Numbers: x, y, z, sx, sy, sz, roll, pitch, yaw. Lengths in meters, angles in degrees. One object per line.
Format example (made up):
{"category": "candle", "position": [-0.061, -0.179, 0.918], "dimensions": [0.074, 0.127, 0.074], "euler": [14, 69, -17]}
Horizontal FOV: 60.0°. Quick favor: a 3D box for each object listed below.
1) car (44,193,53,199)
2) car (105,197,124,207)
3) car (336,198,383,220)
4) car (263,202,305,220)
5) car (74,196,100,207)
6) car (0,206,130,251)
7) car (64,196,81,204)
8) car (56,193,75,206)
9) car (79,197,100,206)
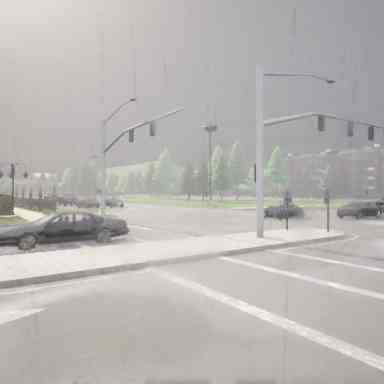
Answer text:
{"category": "car", "position": [-26.038, 1.221, 61.947], "dimensions": [2.150, 2.045, 5.566], "euler": [0, 0, -35]}
{"category": "car", "position": [-11.387, 1.491, 47.620], "dimensions": [2.128, 1.511, 4.902], "euler": [0, 0, -36]}
{"category": "car", "position": [14.212, 1.507, 28.214], "dimensions": [4.892, 1.490, 1.837], "euler": [1, 0, -35]}
{"category": "car", "position": [7.485, 1.564, 27.723], "dimensions": [4.181, 1.385, 1.994], "euler": [0, 0, -35]}
{"category": "car", "position": [-14.192, 1.601, 45.524], "dimensions": [1.895, 1.301, 4.718], "euler": [0, 0, -36]}
{"category": "car", "position": [-5.393, 1.547, 14.266], "dimensions": [5.357, 1.411, 2.033], "euler": [0, 0, -35]}
{"category": "car", "position": [-22.954, 1.564, 63.658], "dimensions": [1.994, 1.385, 4.181], "euler": [0, 0, -36]}
{"category": "car", "position": [-19.903, 1.221, 53.400], "dimensions": [2.150, 2.045, 5.566], "euler": [0, 0, -36]}
{"category": "car", "position": [-17.146, 1.564, 55.563], "dimensions": [1.994, 1.385, 4.181], "euler": [0, 0, -36]}
